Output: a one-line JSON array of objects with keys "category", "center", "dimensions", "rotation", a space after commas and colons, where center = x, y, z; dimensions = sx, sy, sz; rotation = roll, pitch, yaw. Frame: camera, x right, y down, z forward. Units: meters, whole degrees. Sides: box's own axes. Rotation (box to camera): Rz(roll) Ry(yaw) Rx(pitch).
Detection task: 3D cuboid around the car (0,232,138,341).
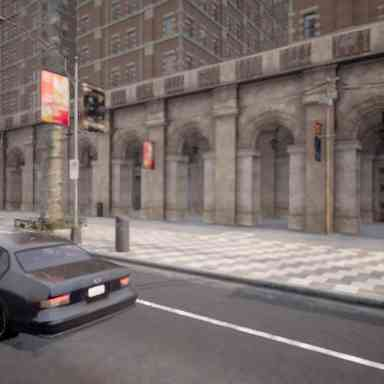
[{"category": "car", "center": [-3.472, 1.525, 6.474], "dimensions": [5.357, 1.411, 2.033], "rotation": [0, 0, 36]}]
